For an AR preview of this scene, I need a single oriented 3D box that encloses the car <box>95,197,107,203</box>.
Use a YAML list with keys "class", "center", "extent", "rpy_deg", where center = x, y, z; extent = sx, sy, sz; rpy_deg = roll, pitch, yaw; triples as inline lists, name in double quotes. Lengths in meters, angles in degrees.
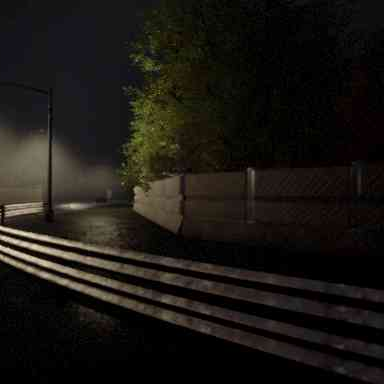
- class: "car"
  center: [-20.898, 1.835, 76.556]
  extent: [2.033, 1.411, 5.357]
  rpy_deg: [0, 0, -4]
